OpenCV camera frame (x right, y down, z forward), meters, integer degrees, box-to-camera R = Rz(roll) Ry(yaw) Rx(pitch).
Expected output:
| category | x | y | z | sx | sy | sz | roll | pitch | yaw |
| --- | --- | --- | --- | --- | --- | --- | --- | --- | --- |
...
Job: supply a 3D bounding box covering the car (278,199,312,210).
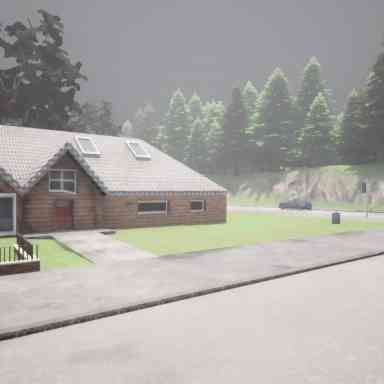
| category | x | y | z | sx | sy | sz | roll | pitch | yaw |
| --- | --- | --- | --- | --- | --- | --- | --- | --- | --- |
| car | 12.992 | 1.564 | 42.006 | 1.994 | 1.385 | 4.181 | 0 | 0 | -35 |
